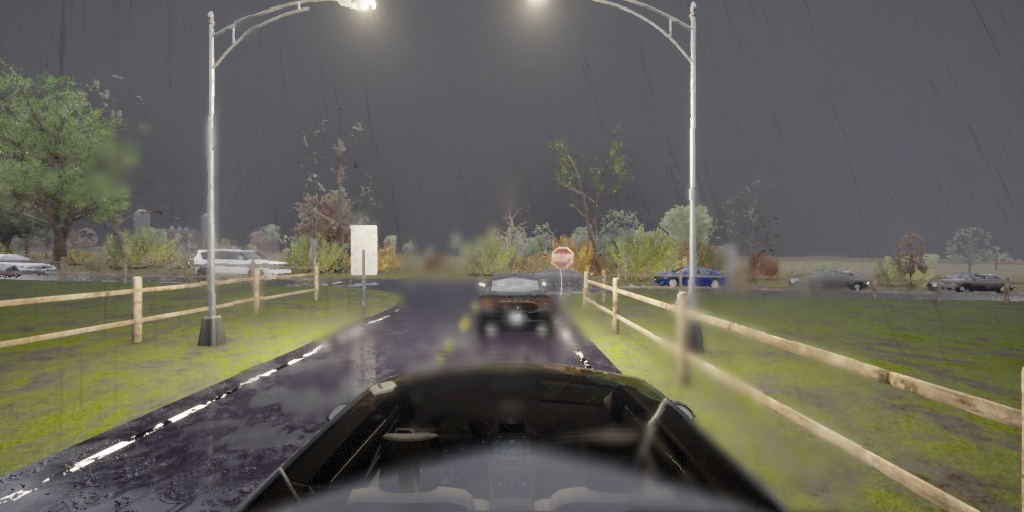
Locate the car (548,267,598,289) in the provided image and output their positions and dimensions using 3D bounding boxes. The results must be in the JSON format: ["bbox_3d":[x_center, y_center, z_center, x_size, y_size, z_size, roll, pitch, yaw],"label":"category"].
[{"bbox_3d":[3.420,1.375,23.207,4.181,1.385,1.994,2,0,0],"label":"car"}]

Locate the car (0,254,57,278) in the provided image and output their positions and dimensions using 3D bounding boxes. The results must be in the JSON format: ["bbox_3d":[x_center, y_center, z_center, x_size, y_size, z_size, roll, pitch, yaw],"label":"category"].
[{"bbox_3d":[-32.570,0.613,23.187,4.674,1.442,1.812,1,1,0],"label":"car"}]

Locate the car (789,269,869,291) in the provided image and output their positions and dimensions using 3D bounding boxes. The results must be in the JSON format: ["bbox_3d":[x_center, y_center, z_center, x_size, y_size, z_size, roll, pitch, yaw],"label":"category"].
[{"bbox_3d":[23.038,1.740,26.134,4.902,1.511,2.128,1,1,0],"label":"car"}]

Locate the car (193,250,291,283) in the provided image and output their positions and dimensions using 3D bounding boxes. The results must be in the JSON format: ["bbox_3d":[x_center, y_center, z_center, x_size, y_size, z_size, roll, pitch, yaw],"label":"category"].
[{"bbox_3d":[-17.456,0.637,23.184,5.566,2.045,2.150,1,1,0],"label":"car"}]

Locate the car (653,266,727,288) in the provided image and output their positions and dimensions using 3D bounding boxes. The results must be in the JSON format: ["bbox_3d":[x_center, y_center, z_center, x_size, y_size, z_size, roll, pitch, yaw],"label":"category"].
[{"bbox_3d":[12.891,1.510,26.101,5.008,1.535,1.882,1,1,-1],"label":"car"}]

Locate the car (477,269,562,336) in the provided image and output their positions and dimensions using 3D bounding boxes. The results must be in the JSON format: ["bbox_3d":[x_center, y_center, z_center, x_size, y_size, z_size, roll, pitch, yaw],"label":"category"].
[{"bbox_3d":[0.062,1.226,10.470,1.882,1.535,5.008,0,0,-1],"label":"car"}]

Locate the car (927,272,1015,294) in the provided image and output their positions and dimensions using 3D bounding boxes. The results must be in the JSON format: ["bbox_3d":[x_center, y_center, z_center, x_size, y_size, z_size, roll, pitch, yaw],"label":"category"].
[{"bbox_3d":[33.308,1.958,26.128,4.902,1.511,2.128,1,1,0],"label":"car"}]
